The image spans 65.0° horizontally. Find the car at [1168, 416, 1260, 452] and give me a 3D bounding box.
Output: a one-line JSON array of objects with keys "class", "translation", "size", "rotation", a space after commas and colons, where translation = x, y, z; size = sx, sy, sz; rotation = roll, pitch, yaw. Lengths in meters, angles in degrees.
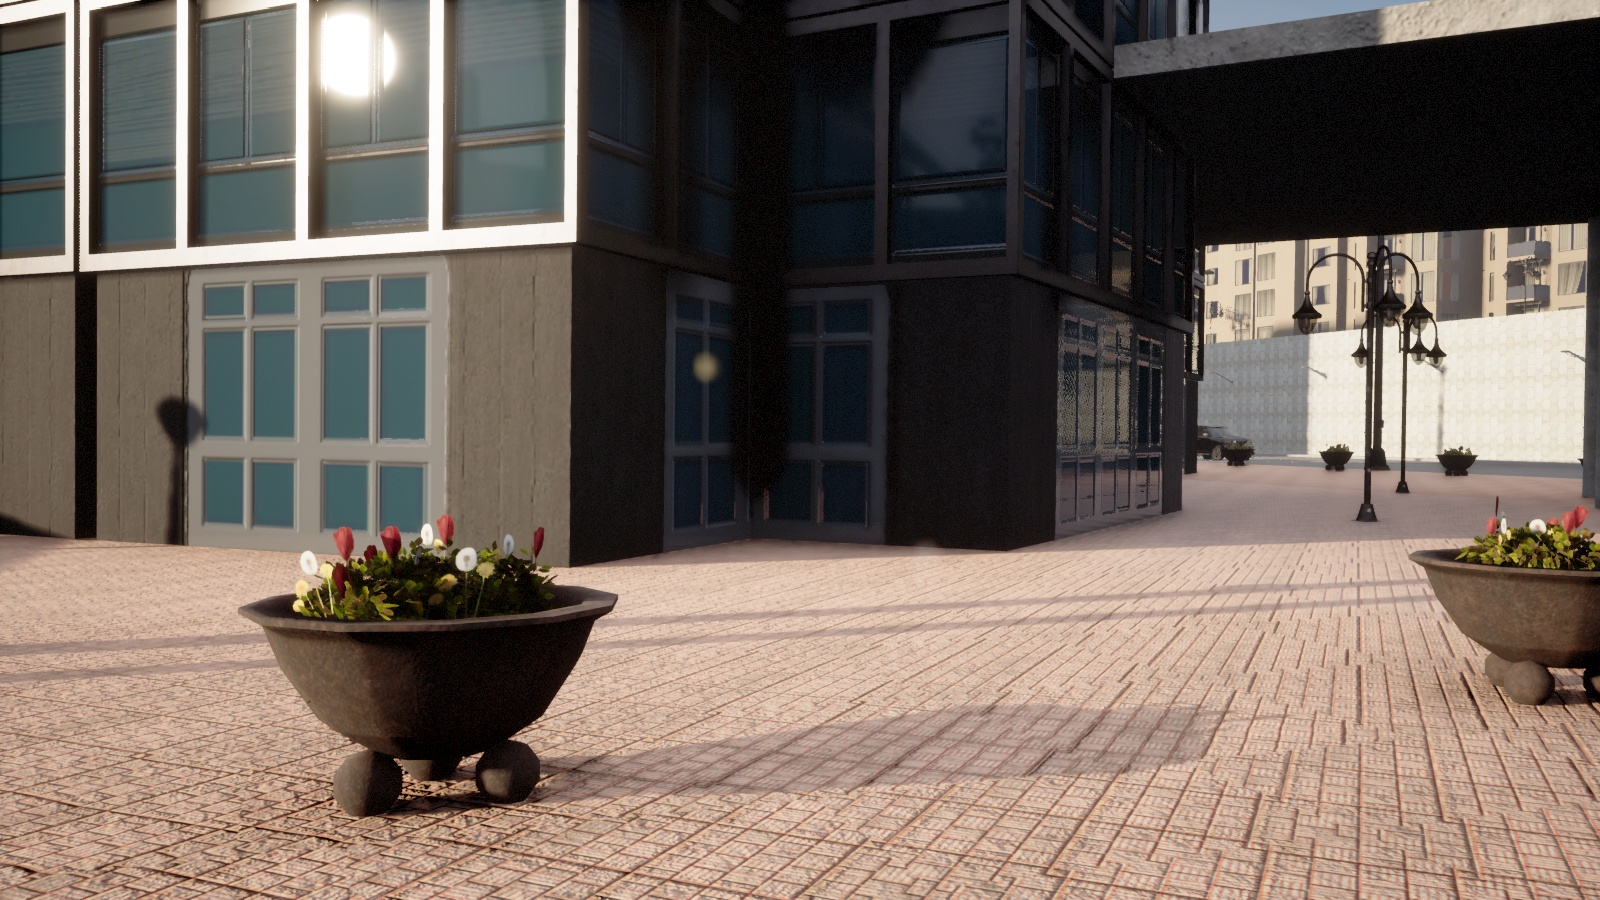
[{"class": "car", "translation": [24.198, -0.942, 73.598], "size": [2.150, 2.045, 5.566], "rotation": [-1, 1, -20]}]
